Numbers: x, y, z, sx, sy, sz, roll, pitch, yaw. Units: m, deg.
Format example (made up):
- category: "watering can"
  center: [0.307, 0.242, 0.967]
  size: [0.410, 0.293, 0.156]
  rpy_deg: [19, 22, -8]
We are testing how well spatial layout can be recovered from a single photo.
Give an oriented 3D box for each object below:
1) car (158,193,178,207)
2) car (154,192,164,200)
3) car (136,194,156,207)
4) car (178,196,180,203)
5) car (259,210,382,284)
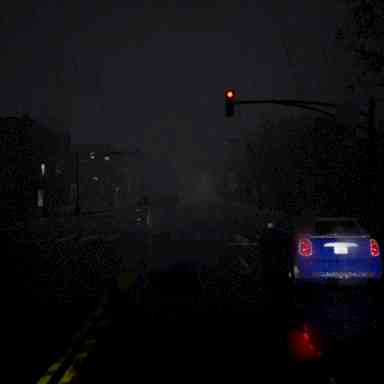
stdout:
- category: "car"
  center: [-3.385, 1.303, 47.493]
  size: [1.882, 1.535, 5.008]
  rpy_deg: [0, 0, 0]
- category: "car"
  center: [-6.612, 0.978, 66.599]
  size: [2.150, 2.045, 5.566]
  rpy_deg: [0, 0, 0]
- category: "car"
  center: [-6.635, 1.351, 47.512]
  size: [1.812, 1.442, 4.674]
  rpy_deg: [0, 0, 0]
- category: "car"
  center: [-3.382, 1.270, 63.148]
  size: [1.837, 1.490, 4.892]
  rpy_deg: [0, 1, 0]
- category: "car"
  center: [3.351, 1.316, 9.609]
  size: [2.097, 1.767, 4.553]
  rpy_deg: [0, 0, 0]
